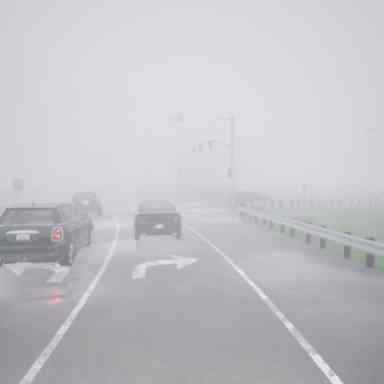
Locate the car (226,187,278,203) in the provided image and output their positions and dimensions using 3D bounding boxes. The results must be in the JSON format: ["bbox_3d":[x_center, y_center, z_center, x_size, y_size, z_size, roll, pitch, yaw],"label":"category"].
[{"bbox_3d":[5.893,0.574,34.298,4.792,1.488,2.163,-1,2,-20],"label":"car"}]

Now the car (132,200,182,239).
[{"bbox_3d":[-1.637,1.078,14.846,1.882,1.535,5.008,0,2,-10],"label":"car"}]

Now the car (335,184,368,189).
[{"bbox_3d":[33.573,-0.693,70.072,5.566,2.045,2.150,-1,2,-24],"label":"car"}]

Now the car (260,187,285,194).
[{"bbox_3d":[16.235,-0.299,67.301,4.674,1.442,1.812,-1,2,-18],"label":"car"}]

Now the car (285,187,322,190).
[{"bbox_3d":[20.513,-0.122,61.340,5.357,1.411,2.033,-1,2,-17],"label":"car"}]

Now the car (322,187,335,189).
[{"bbox_3d":[30.796,-0.443,72.608,5.357,1.411,2.033,-1,2,-24],"label":"car"}]

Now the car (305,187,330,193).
[{"bbox_3d":[28.477,-0.514,75.364,5.357,1.411,2.033,-1,2,-24],"label":"car"}]

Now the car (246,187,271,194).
[{"bbox_3d":[14.005,-0.306,70.259,4.718,1.301,1.895,-1,2,-18],"label":"car"}]

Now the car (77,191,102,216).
[{"bbox_3d":[-7.523,0.727,23.662,2.097,1.767,4.553,-1,2,-16],"label":"car"}]

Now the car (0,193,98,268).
[{"bbox_3d":[-4.429,1.078,10.298,2.097,1.767,4.553,0,2,-7],"label":"car"}]

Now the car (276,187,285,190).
[{"bbox_3d":[18.533,-0.202,64.378,5.357,1.411,2.033,-1,2,-17],"label":"car"}]

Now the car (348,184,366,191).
[{"bbox_3d":[41.551,-1.149,83.600,4.902,1.511,2.128,-1,2,-40],"label":"car"}]

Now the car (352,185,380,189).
[{"bbox_3d":[35.139,-0.241,66.950,4.718,1.301,1.895,-1,2,-24],"label":"car"}]
